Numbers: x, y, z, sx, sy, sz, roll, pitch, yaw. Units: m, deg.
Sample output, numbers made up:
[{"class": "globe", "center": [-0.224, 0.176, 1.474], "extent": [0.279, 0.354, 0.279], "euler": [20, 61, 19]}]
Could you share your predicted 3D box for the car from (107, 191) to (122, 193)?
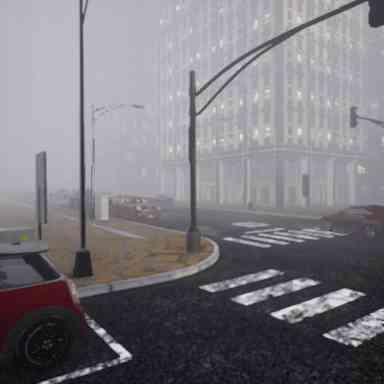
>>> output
[{"class": "car", "center": [-5.533, 0.893, 29.761], "extent": [1.882, 1.535, 5.008], "euler": [-1, 1, -36]}]

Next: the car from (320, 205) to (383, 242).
[{"class": "car", "center": [7.891, 1.302, 15.186], "extent": [1.812, 1.442, 4.674], "euler": [1, 1, -15]}]

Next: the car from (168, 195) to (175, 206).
[{"class": "car", "center": [-3.486, 0.864, 36.856], "extent": [1.802, 1.307, 4.206], "euler": [1, 1, -36]}]

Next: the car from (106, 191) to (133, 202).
[{"class": "car", "center": [-10.090, 0.589, 46.053], "extent": [1.752, 1.417, 4.829], "euler": [1, 1, -36]}]

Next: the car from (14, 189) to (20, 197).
[{"class": "car", "center": [-29.766, 0.255, 59.082], "extent": [2.008, 1.369, 4.403], "euler": [1, 1, -36]}]

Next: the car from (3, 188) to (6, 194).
[{"class": "car", "center": [-39.522, -0.052, 72.664], "extent": [1.947, 1.339, 4.313], "euler": [1, 1, -36]}]

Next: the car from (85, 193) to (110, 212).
[{"class": "car", "center": [-7.005, 1.038, 27.391], "extent": [1.802, 1.307, 4.206], "euler": [1, 1, -36]}]

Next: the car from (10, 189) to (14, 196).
[{"class": "car", "center": [-33.018, 0.141, 63.609], "extent": [1.887, 1.381, 4.507], "euler": [1, 1, -36]}]

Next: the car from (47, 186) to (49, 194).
[{"class": "car", "center": [-32.762, -0.140, 77.618], "extent": [1.887, 1.381, 4.507], "euler": [1, 1, -36]}]

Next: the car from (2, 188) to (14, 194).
[{"class": "car", "center": [-42.774, -0.180, 77.191], "extent": [1.887, 1.381, 4.507], "euler": [1, 1, -36]}]

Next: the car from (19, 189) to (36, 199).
[{"class": "car", "center": [-26.514, 0.356, 54.555], "extent": [1.887, 1.381, 4.507], "euler": [1, 1, -36]}]

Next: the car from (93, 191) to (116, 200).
[{"class": "car", "center": [-13.245, 0.525, 50.444], "extent": [1.947, 1.339, 4.313], "euler": [1, 1, -36]}]

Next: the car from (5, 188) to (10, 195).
[{"class": "car", "center": [-36.270, 0.040, 68.137], "extent": [2.008, 1.369, 4.403], "euler": [1, 1, -36]}]

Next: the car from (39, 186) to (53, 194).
[{"class": "car", "center": [-36.011, -0.477, 82.145], "extent": [2.192, 1.841, 5.009], "euler": [1, 1, -36]}]

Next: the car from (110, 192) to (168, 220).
[{"class": "car", "center": [-3.749, 1.004, 22.863], "extent": [1.967, 1.590, 4.097], "euler": [1, 1, -36]}]

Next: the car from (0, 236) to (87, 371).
[{"class": "car", "center": [-3.542, 1.444, 4.033], "extent": [4.097, 1.590, 1.967], "euler": [0, 0, -36]}]

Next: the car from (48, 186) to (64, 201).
[{"class": "car", "center": [-18.961, 0.319, 48.601], "extent": [2.097, 1.767, 4.553], "euler": [-1, 2, -35]}]

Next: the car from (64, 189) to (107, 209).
[{"class": "car", "center": [-10.251, 0.664, 31.916], "extent": [2.192, 1.841, 5.009], "euler": [1, 1, -36]}]
